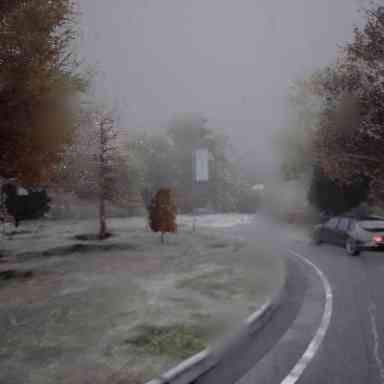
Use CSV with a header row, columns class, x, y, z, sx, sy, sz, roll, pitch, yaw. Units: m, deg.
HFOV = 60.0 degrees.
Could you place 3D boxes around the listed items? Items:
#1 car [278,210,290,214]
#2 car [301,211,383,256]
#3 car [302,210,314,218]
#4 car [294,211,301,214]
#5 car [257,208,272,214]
class,x,y,z,sx,sy,sz,roll,pitch,yaw
car,20.807,4.882,75.342,1.882,1.535,5.008,-1,-6,29
car,6.694,1.674,13.793,2.033,1.411,5.357,-1,-1,-4
car,28.797,5.481,82.600,2.097,1.767,4.553,-1,-6,30
car,23.975,4.957,73.837,1.895,1.301,4.718,-1,-6,29
car,13.541,3.621,62.121,1.994,1.385,4.181,-1,-6,29
